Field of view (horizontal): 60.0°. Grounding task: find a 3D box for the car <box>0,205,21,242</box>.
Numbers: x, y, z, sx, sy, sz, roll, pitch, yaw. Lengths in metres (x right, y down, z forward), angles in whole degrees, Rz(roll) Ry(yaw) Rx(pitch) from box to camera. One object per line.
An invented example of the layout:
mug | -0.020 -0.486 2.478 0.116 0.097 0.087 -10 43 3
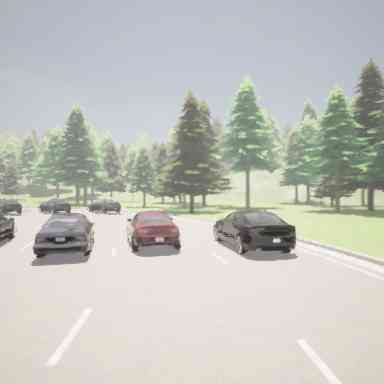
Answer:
car | -9.084 1.546 14.472 1.837 1.490 4.892 1 0 -17

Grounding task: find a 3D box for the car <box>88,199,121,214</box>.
car | -9.383 1.512 35.350 2.128 1.511 4.902 0 0 -43

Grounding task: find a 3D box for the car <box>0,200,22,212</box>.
car | -19.619 1.590 34.873 4.892 1.490 1.837 0 -1 37

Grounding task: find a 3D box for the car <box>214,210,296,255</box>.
car | 2.291 1.449 13.350 1.882 1.535 5.008 0 0 -11

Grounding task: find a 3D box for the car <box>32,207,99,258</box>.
car | -4.858 1.564 13.032 2.033 1.411 5.357 0 0 -15

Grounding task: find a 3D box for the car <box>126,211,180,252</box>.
car | -1.713 1.521 13.985 1.812 1.442 4.674 0 0 -14

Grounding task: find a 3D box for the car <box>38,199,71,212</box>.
car | -14.561 1.558 35.167 4.892 1.490 1.837 0 -1 42
